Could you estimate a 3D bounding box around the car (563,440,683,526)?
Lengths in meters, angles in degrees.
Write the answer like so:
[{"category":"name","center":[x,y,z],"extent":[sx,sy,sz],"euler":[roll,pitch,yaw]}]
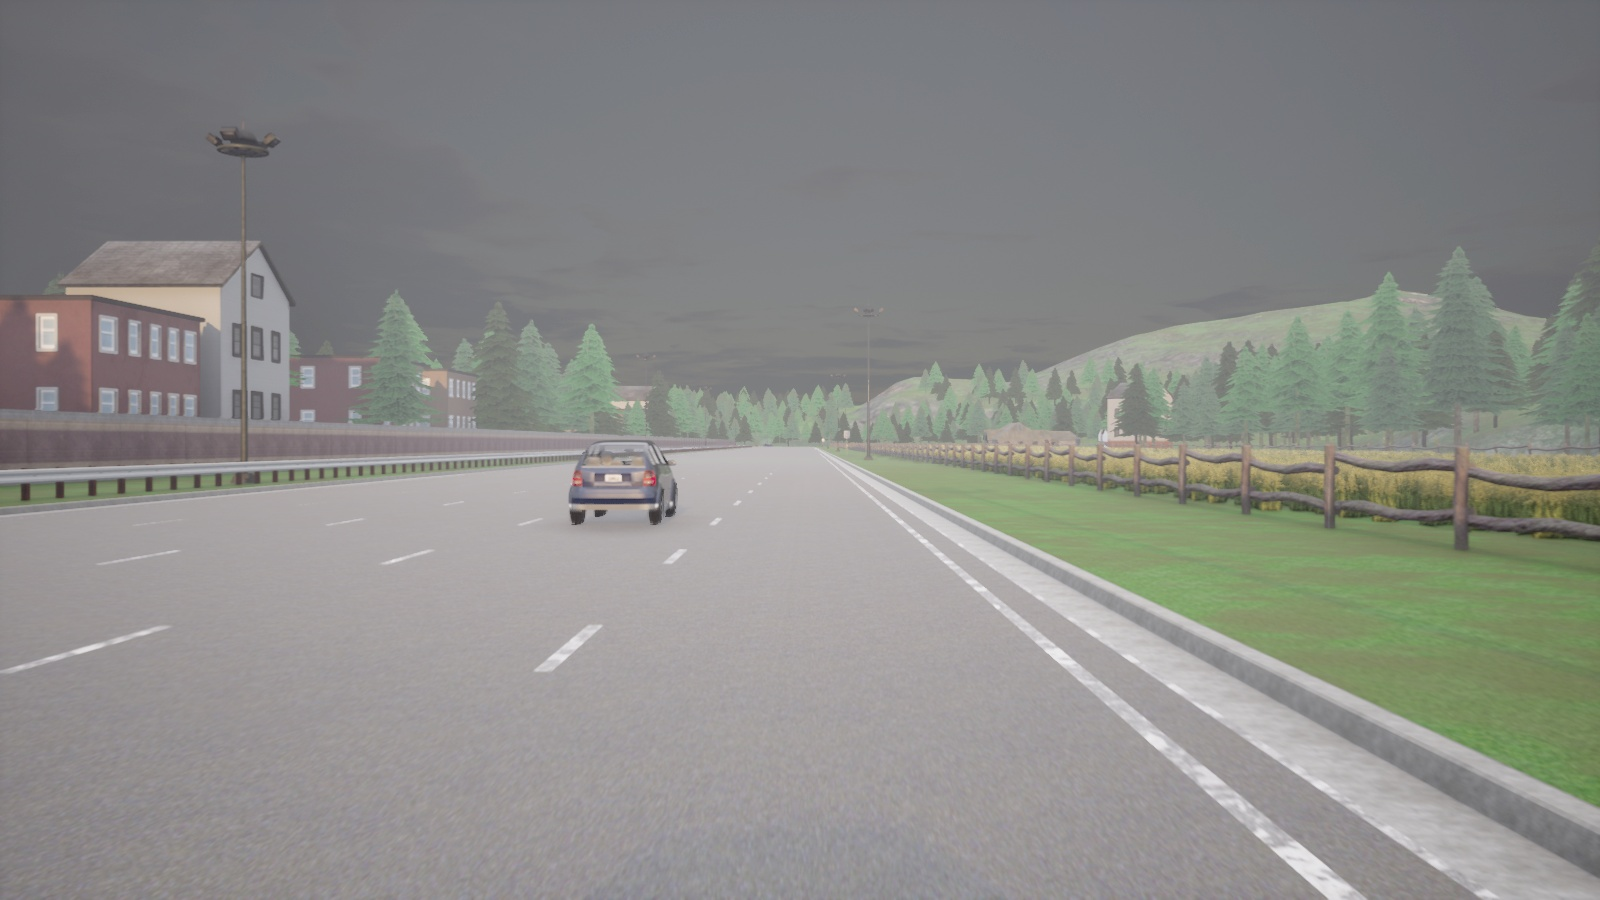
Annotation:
[{"category":"car","center":[-3.344,0.585,24.396],"extent":[1.789,1.549,3.705],"euler":[0,0,0]}]
